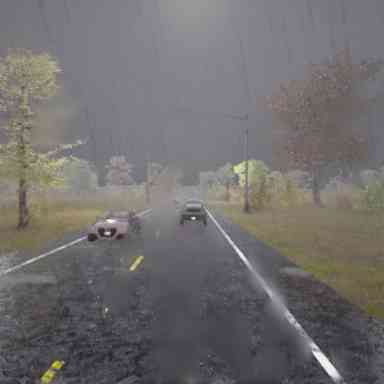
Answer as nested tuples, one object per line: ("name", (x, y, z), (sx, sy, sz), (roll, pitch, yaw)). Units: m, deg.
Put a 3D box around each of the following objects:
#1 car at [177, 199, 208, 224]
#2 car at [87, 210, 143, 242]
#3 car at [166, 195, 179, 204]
("car", (0.107, 1.495, 24.445), (1.837, 1.490, 4.892), (0, 0, 0))
("car", (-3.596, 1.559, 16.127), (1.994, 1.385, 4.181), (0, 0, 0))
("car", (-3.486, 1.368, 60.500), (2.097, 1.767, 4.553), (0, 0, 0))
